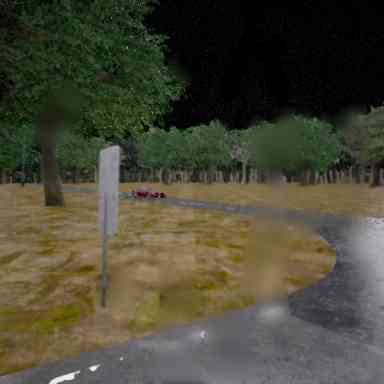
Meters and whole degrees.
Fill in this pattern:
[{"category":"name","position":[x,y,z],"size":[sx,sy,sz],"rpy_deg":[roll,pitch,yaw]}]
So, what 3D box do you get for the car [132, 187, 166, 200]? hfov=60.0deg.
[{"category":"car","position":[-4.759,0.129,36.609],"size":[1.895,1.301,4.718],"rpy_deg":[2,2,-38]}]
